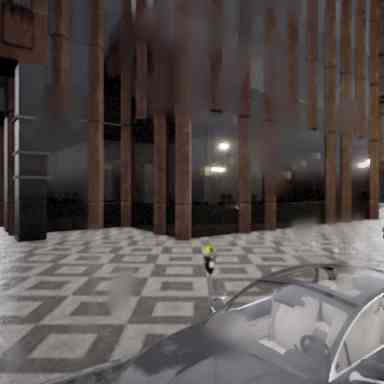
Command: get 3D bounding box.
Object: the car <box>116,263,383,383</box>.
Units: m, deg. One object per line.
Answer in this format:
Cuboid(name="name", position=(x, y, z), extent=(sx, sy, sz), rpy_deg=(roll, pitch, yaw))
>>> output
Cuboid(name="car", position=(1.322, 1.547, 3.478), extent=(4.403, 1.369, 2.008), rpy_deg=(0, 0, -36))
